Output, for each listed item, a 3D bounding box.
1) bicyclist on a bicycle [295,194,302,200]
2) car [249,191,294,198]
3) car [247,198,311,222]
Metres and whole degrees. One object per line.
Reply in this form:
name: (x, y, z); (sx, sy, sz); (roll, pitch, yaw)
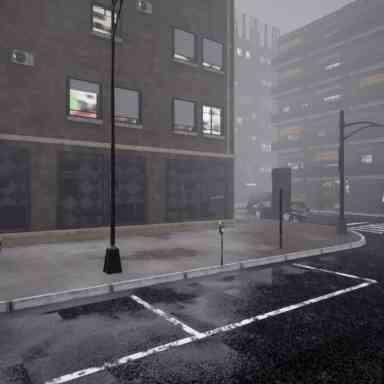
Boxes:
bicyclist on a bicycle: (11.563, 1.011, 36.210); (1.656, 1.620, 0.582); (0, 1, -36)
car: (7.014, 0.982, 27.605); (2.150, 2.045, 5.566); (0, 1, -36)
car: (6.298, 1.342, 24.197); (2.008, 1.369, 4.403); (1, 0, -36)
